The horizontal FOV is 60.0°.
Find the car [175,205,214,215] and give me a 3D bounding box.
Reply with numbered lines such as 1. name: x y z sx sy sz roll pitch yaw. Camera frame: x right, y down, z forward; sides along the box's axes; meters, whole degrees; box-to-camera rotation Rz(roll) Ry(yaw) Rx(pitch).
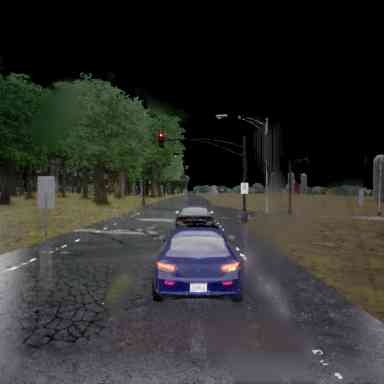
1. car: 0.138 1.432 17.431 1.882 1.535 5.008 0 0 0

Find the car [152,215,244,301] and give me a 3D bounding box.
1. car: 0.122 1.516 8.152 1.812 1.442 4.674 0 0 0
